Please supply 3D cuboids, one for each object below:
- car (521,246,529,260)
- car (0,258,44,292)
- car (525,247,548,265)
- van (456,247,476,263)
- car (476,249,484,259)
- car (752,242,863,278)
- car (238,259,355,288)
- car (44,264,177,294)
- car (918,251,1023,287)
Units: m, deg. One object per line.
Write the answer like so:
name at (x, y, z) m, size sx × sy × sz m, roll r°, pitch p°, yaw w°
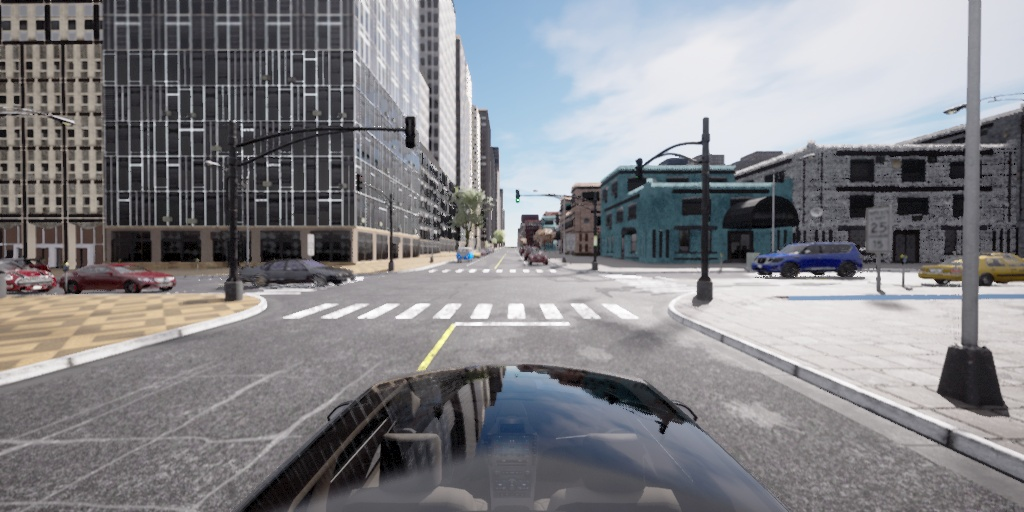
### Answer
car at (2.698, -0.360, 49.077) m, size 2.192 × 1.841 × 5.009 m, roll 0°, pitch 0°, yaw 0°
car at (-23.100, 0.895, 15.966) m, size 4.097 × 1.591 × 1.967 m, roll 0°, pitch 0°, yaw 1°
car at (2.696, 0.107, 37.734) m, size 1.967 × 1.591 × 4.097 m, roll 0°, pitch 0°, yaw 0°
van at (-5.684, -0.162, 43.368) m, size 1.690 × 1.789 × 3.998 m, roll 0°, pitch 0°, yaw 0°
car at (-5.683, -0.319, 54.541) m, size 1.751 × 1.417 × 4.829 m, roll 0°, pitch 0°, yaw 0°
car at (17.495, 0.228, 21.350) m, size 5.566 × 2.045 × 2.150 m, roll -1°, pitch 1°, yaw 0°
car at (-11.083, 0.859, 18.527) m, size 5.357 × 1.411 × 2.033 m, roll 0°, pitch 1°, yaw 1°
car at (-17.417, 0.984, 15.909) m, size 4.207 × 1.307 × 1.802 m, roll 0°, pitch 0°, yaw 1°
car at (20.691, 0.577, 15.528) m, size 4.829 × 1.417 × 1.751 m, roll 0°, pitch 0°, yaw 1°
